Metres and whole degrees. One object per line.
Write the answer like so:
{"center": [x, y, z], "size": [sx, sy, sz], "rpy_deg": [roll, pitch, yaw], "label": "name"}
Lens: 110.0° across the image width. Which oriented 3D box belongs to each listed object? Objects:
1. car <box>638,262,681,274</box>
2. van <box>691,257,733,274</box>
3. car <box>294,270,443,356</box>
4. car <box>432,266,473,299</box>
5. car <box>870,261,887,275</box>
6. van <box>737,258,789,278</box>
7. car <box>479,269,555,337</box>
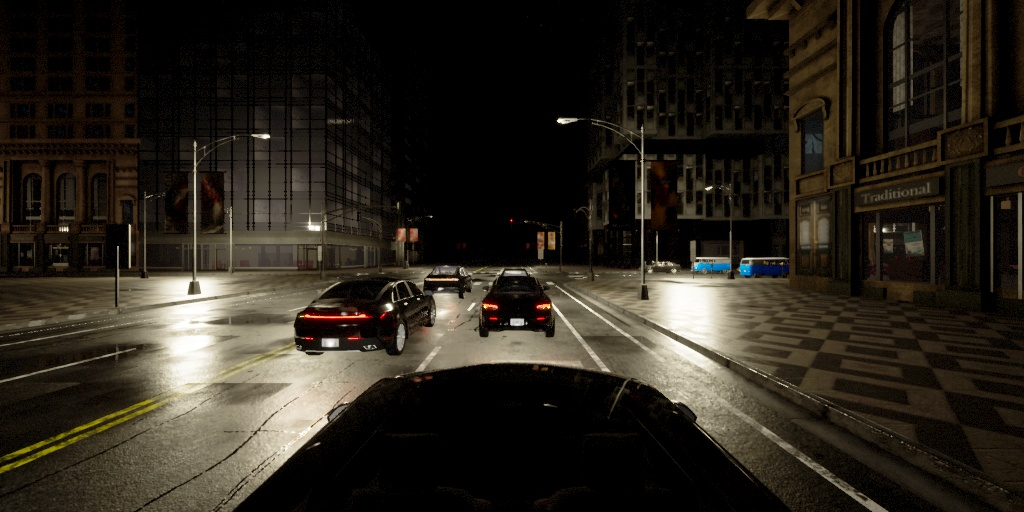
{"center": [15.981, 1.264, 38.867], "size": [4.403, 1.370, 2.007], "rpy_deg": [0, 0, 0], "label": "car"}
{"center": [21.600, 1.043, 38.827], "size": [3.998, 1.789, 1.690], "rpy_deg": [0, 0, 0], "label": "van"}
{"center": [-3.133, 1.255, 8.620], "size": [1.837, 1.490, 4.892], "rpy_deg": [0, 0, 0], "label": "car"}
{"center": [-3.106, 1.241, 18.034], "size": [2.128, 1.511, 4.902], "rpy_deg": [0, 0, 0], "label": "car"}
{"center": [32.778, 1.252, 30.223], "size": [4.207, 1.307, 1.802], "rpy_deg": [0, 0, 0], "label": "car"}
{"center": [21.540, 1.033, 30.303], "size": [3.998, 1.789, 1.690], "rpy_deg": [0, 0, 0], "label": "van"}
{"center": [0.123, 1.276, 10.115], "size": [1.812, 1.442, 4.674], "rpy_deg": [0, 0, 0], "label": "car"}
